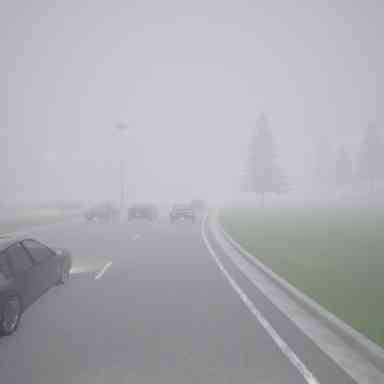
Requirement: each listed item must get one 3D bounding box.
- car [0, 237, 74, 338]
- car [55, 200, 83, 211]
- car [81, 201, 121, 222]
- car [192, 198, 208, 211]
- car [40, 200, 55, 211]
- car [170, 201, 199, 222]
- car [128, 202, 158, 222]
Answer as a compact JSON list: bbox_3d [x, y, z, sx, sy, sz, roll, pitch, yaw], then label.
[{"bbox_3d":[-3.907,1.621,6.584,2.033,1.411,5.357,-1,0,-6],"label":"car"},{"bbox_3d":[-17.169,1.962,47.818,1.895,1.301,4.718,-1,0,10],"label":"car"},{"bbox_3d":[-7.564,1.777,28.727,1.895,1.301,4.718,-1,0,3],"label":"car"},{"bbox_3d":[0.862,1.583,41.765,1.837,1.490,4.892,-1,0,9],"label":"car"},{"bbox_3d":[-20.457,1.940,49.278,1.812,1.442,4.674,-1,0,10],"label":"car"},{"bbox_3d":[-0.633,1.669,27.003,1.895,1.301,4.718,-1,0,3],"label":"car"},{"bbox_3d":[-4.077,1.600,28.184,1.882,1.535,5.008,-1,0,3],"label":"car"}]
